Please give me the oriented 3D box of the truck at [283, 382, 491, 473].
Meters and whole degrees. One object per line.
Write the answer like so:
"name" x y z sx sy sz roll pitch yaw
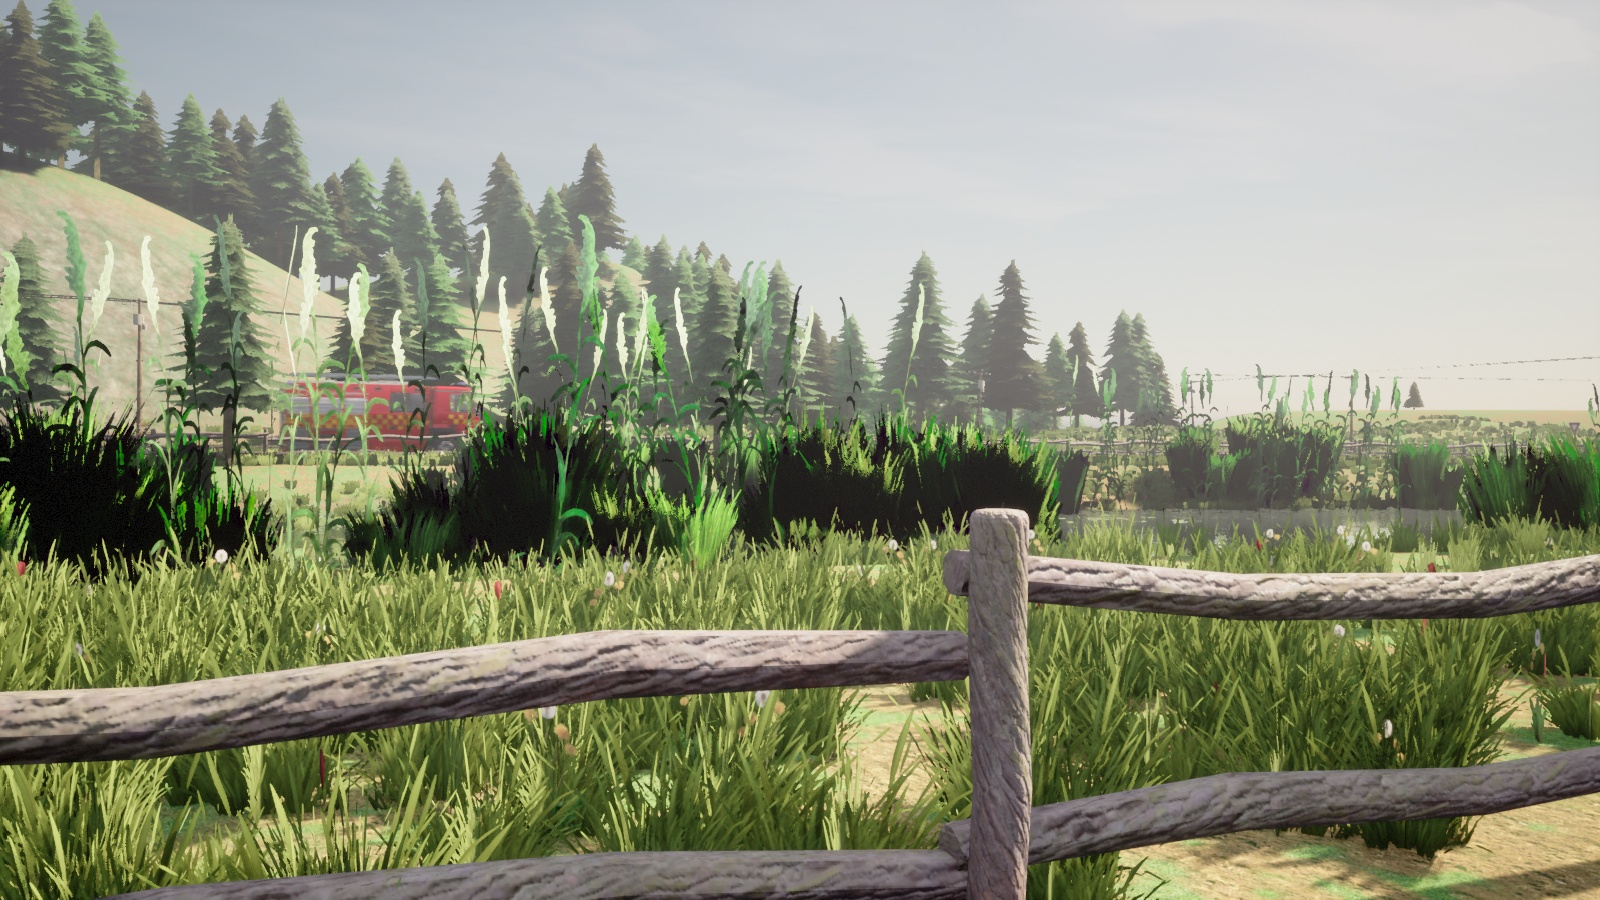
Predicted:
"truck" -18.437 -1.048 56.244 8.468 3.827 2.891 -1 1 -28
